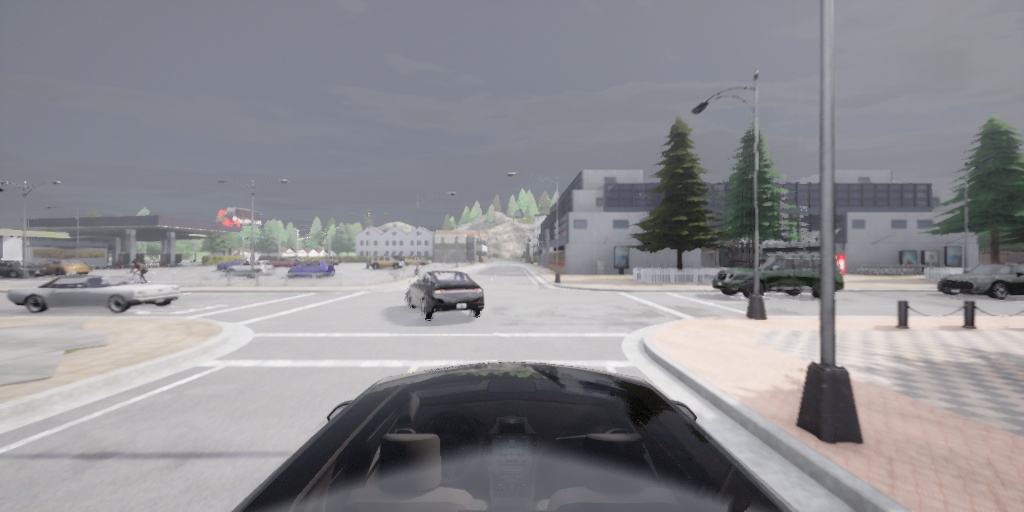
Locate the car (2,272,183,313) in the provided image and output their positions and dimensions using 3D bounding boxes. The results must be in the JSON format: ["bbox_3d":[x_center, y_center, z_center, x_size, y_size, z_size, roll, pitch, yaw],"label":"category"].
[{"bbox_3d":[-15.528,1.383,13.587,4.718,1.301,1.895,0,0,0],"label":"car"}]

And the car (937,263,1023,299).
[{"bbox_3d":[24.055,1.139,17.663,4.553,1.767,2.097,0,0,0],"label":"car"}]

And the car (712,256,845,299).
[{"bbox_3d":[12.931,1.009,17.573,5.566,2.045,2.150,0,0,0],"label":"car"}]

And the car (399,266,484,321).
[{"bbox_3d":[-2.508,1.266,12.792,2.128,1.511,4.902,0,0,-25],"label":"car"}]

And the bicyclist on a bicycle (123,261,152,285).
[{"bbox_3d":[-21.891,1.093,21.008,0.582,1.620,1.656,0,0,-1],"label":"bicyclist on a bicycle"}]
